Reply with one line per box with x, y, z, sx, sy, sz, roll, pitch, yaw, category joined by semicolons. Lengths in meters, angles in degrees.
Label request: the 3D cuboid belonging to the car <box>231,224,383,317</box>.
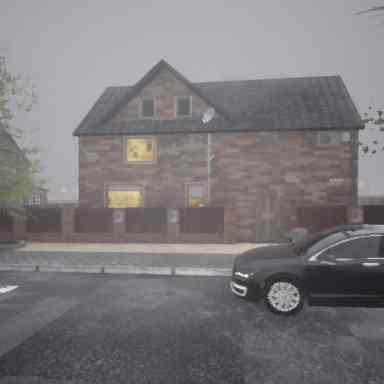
3.211;1.417;6.453;4.892;1.490;1.837;-1;1;10;car
